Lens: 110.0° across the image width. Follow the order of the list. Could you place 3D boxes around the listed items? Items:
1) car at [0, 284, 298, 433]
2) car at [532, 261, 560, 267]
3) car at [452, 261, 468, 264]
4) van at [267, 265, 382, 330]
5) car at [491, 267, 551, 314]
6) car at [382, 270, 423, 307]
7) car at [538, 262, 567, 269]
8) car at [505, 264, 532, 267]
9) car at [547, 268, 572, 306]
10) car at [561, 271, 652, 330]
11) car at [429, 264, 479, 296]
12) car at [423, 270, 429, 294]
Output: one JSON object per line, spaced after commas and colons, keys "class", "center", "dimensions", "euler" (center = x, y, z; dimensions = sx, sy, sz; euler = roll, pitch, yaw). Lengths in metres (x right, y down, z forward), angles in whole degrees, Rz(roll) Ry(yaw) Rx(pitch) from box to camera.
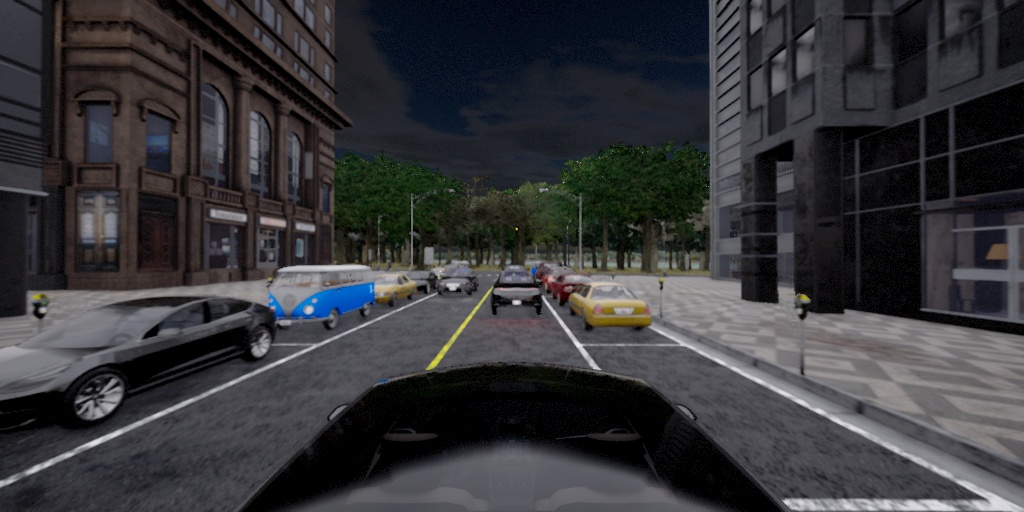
{"class": "car", "center": [-5.746, 1.351, 5.728], "dimensions": [1.948, 1.339, 4.313], "euler": [0, 0, 0]}
{"class": "car", "center": [2.916, 1.310, 27.423], "dimensions": [2.192, 1.841, 5.009], "euler": [0, 0, 0]}
{"class": "car", "center": [-5.575, 1.485, 32.914], "dimensions": [1.967, 1.591, 4.097], "euler": [0, 0, 0]}
{"class": "van", "center": [-5.712, 1.178, 11.165], "dimensions": [1.690, 1.789, 3.998], "euler": [0, 0, 0]}
{"class": "car", "center": [0.173, 1.361, 14.425], "dimensions": [2.128, 1.511, 4.902], "euler": [0, -1, 0]}
{"class": "car", "center": [-5.679, 1.414, 16.433], "dimensions": [1.751, 1.417, 4.829], "euler": [0, 0, 0]}
{"class": "car", "center": [2.881, 1.383, 21.986], "dimensions": [1.967, 1.591, 4.097], "euler": [0, 0, 0]}
{"class": "car", "center": [0.242, 1.340, 26.620], "dimensions": [2.097, 1.767, 4.553], "euler": [0, 0, 2]}
{"class": "car", "center": [2.847, 1.436, 16.549], "dimensions": [1.888, 1.381, 4.507], "euler": [0, 0, 0]}
{"class": "car", "center": [2.814, 1.365, 11.281], "dimensions": [1.751, 1.417, 4.829], "euler": [0, 0, 0]}
{"class": "car", "center": [-2.981, 1.419, 20.614], "dimensions": [2.128, 1.511, 4.902], "euler": [0, -1, 0]}
{"class": "car", "center": [-5.644, 1.506, 22.039], "dimensions": [1.948, 1.339, 4.313], "euler": [0, 0, 0]}
